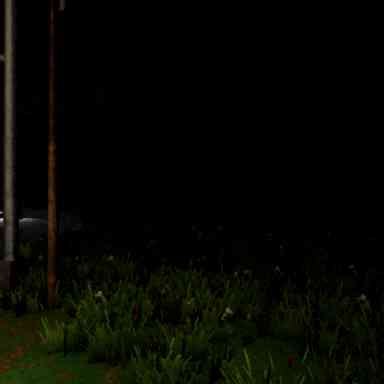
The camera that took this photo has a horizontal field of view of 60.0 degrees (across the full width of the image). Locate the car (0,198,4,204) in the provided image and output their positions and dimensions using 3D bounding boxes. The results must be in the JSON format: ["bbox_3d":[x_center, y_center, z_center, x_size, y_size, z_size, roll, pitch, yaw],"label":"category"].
[{"bbox_3d":[-16.814,1.537,29.137,1.994,1.385,4.181,0,0,-34],"label":"car"}]

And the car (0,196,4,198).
[{"bbox_3d":[-26.062,1.325,43.696,4.553,1.767,2.097,0,0,39],"label":"car"}]

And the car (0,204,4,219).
[{"bbox_3d":[-12.530,1.574,18.699,1.895,1.301,4.718,0,0,-13],"label":"car"}]
